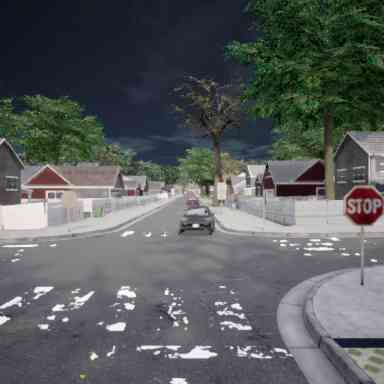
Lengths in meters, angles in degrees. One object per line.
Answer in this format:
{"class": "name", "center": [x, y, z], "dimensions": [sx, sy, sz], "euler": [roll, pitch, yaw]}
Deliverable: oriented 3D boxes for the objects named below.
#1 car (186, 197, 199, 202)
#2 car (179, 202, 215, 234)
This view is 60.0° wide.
{"class": "car", "center": [0.100, 1.518, 51.961], "dimensions": [1.812, 1.442, 4.674], "euler": [0, 0, 0]}
{"class": "car", "center": [0.319, 1.524, 18.966], "dimensions": [1.812, 1.442, 4.674], "euler": [1, 0, 3]}
